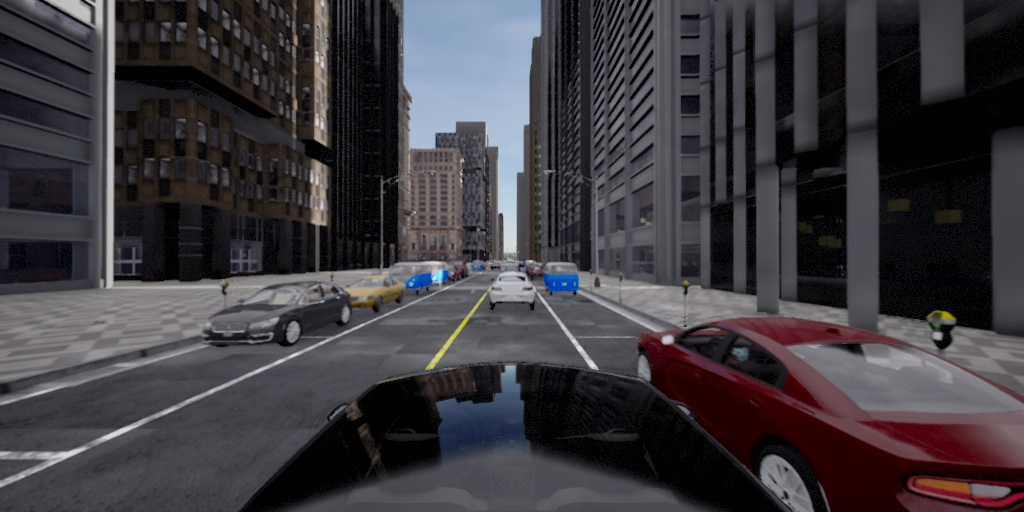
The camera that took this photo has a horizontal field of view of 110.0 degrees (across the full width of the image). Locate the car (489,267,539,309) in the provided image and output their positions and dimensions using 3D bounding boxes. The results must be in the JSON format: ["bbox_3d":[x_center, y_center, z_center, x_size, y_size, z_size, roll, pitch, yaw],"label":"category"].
[{"bbox_3d":[0.023,1.407,15.755,1.812,1.442,4.674,0,0,0],"label":"car"}]

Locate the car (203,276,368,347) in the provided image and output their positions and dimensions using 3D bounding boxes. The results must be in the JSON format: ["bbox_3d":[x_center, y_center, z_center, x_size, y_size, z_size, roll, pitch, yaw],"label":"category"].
[{"bbox_3d":[-5.762,1.373,9.450,2.007,1.370,4.403,0,0,0],"label":"car"}]

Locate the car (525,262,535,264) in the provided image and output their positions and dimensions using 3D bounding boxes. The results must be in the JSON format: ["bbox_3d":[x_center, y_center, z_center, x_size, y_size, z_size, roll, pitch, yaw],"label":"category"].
[{"bbox_3d":[2.765,1.721,43.297,1.802,1.307,4.207,0,0,0],"label":"car"}]

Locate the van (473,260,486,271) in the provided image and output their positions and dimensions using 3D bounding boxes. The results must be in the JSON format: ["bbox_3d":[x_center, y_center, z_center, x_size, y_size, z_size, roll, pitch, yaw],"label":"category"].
[{"bbox_3d":[-5.759,1.638,60.216,1.690,1.789,3.998,0,0,0],"label":"van"}]

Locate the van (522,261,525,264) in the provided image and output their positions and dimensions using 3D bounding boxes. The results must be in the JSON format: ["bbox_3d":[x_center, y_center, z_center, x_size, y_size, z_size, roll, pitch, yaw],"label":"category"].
[{"bbox_3d":[2.766,1.585,54.578,1.690,1.789,3.998,0,0,0],"label":"van"}]

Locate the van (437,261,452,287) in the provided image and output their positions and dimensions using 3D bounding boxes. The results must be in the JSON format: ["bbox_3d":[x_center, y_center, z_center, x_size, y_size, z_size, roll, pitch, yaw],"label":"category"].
[{"bbox_3d":[-5.761,1.322,26.371,1.690,1.789,3.998,0,0,0],"label":"van"}]

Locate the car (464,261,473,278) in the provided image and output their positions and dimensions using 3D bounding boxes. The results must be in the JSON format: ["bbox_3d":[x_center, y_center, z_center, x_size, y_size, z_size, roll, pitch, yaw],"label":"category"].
[{"bbox_3d":[-5.760,1.402,37.653,2.192,1.841,5.009,0,0,0],"label":"car"}]

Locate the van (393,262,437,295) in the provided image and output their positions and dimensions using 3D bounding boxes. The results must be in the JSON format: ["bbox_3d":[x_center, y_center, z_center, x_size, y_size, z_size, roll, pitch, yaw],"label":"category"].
[{"bbox_3d":[-5.762,1.270,20.731,1.690,1.789,3.998,0,0,0],"label":"van"}]

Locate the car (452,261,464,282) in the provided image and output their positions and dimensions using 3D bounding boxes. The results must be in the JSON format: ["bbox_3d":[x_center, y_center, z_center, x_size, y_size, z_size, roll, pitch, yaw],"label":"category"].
[{"bbox_3d":[-5.761,1.474,32.012,1.967,1.591,4.097,0,0,0],"label":"car"}]

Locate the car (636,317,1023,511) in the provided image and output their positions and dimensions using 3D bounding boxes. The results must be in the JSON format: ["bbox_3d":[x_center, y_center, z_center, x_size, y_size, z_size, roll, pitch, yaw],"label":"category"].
[{"bbox_3d":[2.763,1.315,3.814,1.888,1.381,4.507,0,0,0],"label":"car"}]

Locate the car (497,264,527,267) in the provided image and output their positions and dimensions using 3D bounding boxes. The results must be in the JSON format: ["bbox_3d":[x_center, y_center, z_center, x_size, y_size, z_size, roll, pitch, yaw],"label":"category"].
[{"bbox_3d":[0.022,1.584,30.403,1.994,1.385,4.181,0,0,0],"label":"car"}]

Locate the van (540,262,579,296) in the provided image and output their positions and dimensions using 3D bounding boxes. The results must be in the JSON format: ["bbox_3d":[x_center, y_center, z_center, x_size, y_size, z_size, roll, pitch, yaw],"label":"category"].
[{"bbox_3d":[2.764,1.269,20.735,1.690,1.789,3.998,0,0,0],"label":"van"}]

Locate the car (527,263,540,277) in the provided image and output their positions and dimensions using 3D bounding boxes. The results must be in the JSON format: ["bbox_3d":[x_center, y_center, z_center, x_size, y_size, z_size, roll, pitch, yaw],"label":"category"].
[{"bbox_3d":[2.765,1.669,37.656,1.802,1.307,4.207,0,0,0],"label":"car"}]

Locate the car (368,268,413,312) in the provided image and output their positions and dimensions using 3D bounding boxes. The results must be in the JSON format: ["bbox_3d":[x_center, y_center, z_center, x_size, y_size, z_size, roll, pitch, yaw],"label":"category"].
[{"bbox_3d":[-5.762,1.401,14.921,1.751,1.417,4.829,0,0,0],"label":"car"}]

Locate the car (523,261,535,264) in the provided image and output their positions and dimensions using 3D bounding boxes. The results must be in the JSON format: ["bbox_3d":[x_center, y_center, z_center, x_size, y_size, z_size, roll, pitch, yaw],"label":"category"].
[{"bbox_3d":[2.766,1.758,48.937,1.948,1.339,4.313,0,0,0],"label":"car"}]
